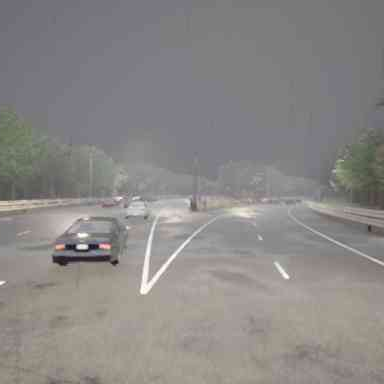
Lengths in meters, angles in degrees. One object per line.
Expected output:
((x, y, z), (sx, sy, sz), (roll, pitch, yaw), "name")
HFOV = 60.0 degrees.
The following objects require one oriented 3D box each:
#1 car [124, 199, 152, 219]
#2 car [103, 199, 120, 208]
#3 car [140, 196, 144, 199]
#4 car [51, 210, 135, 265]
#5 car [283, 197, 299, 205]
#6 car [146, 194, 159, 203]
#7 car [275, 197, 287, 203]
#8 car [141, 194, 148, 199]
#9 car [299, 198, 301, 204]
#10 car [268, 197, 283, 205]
((-4.870, 1.650, 30.141), (1.812, 1.442, 4.674), (1, 0, -4), "car")
((-12.683, 1.728, 52.607), (1.994, 1.385, 4.181), (1, 0, 0), "car")
((-9.172, 1.757, 51.508), (1.994, 1.385, 4.181), (1, 0, -1), "car")
((-3.305, 1.578, 11.714), (2.033, 1.411, 5.357), (1, 0, -6), "car")
((21.659, 2.072, 72.742), (1.837, 1.490, 4.892), (0, 0, 24), "car")
((-8.898, 1.825, 78.279), (1.837, 1.490, 4.892), (1, 0, 3), "car")
((22.288, 2.020, 82.932), (2.128, 1.511, 4.902), (0, 0, 24), "car")
((-11.974, 1.565, 86.552), (2.150, 2.045, 5.566), (1, 0, 3), "car")
((25.814, 2.028, 82.263), (1.882, 1.535, 5.008), (0, 0, 24), "car")
((18.124, 2.027, 73.392), (1.882, 1.535, 5.008), (0, 0, 24), "car")
